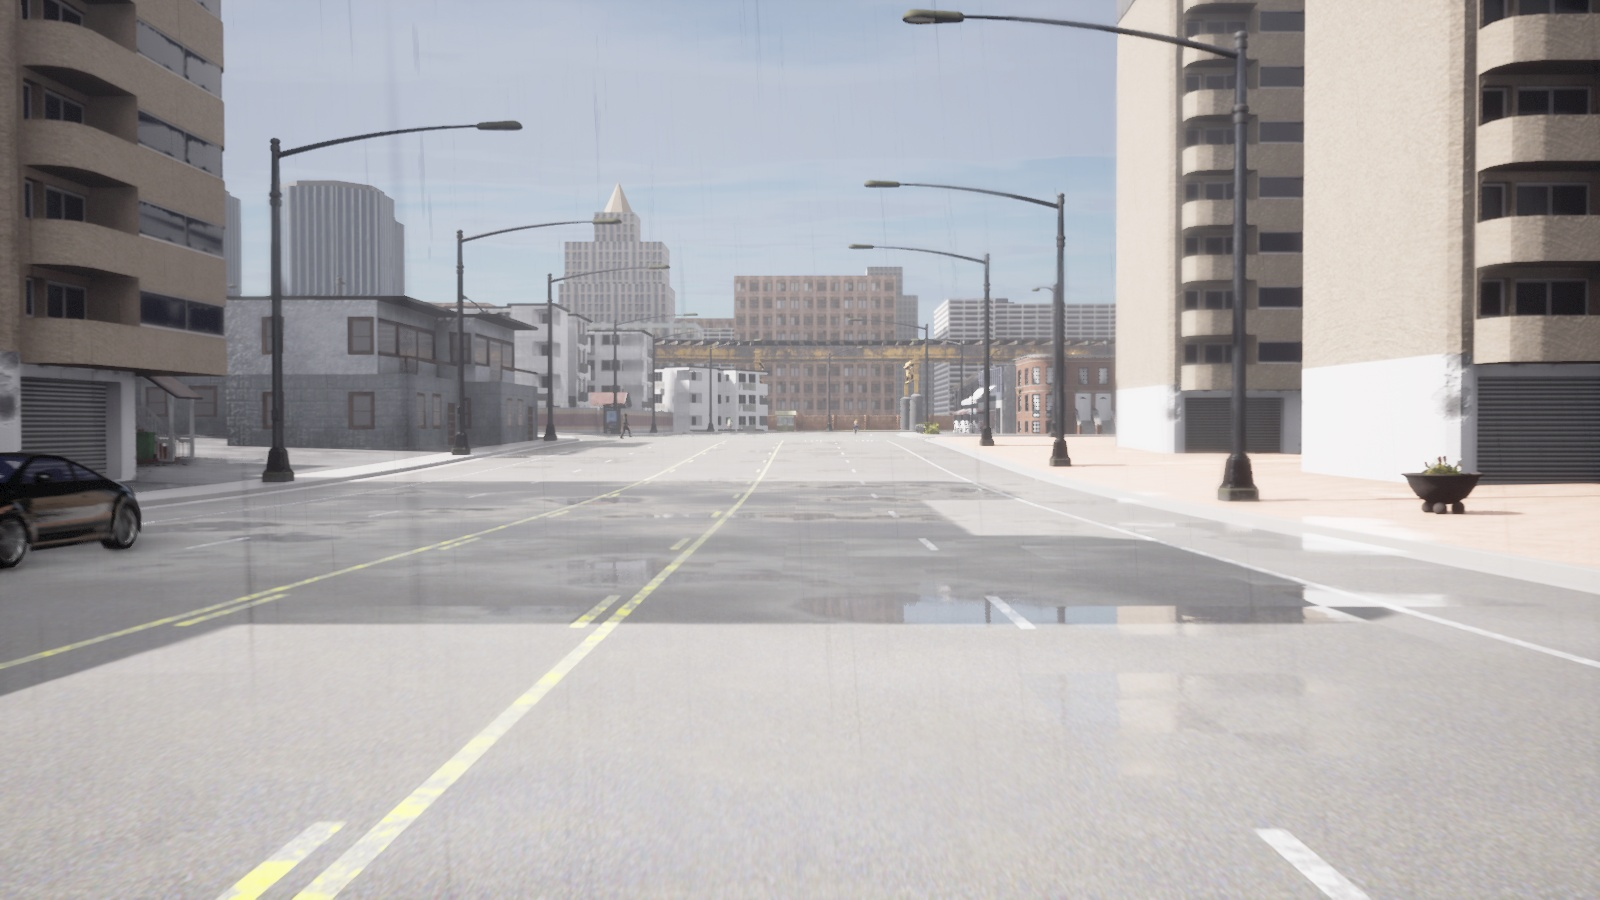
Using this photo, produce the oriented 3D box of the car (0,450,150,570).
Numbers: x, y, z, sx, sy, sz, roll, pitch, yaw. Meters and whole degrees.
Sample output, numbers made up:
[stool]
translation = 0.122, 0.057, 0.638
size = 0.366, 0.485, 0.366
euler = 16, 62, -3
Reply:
[car]
translation = -10.394, 0.709, 16.050
size = 1.994, 1.385, 4.181
euler = 0, 0, 0
